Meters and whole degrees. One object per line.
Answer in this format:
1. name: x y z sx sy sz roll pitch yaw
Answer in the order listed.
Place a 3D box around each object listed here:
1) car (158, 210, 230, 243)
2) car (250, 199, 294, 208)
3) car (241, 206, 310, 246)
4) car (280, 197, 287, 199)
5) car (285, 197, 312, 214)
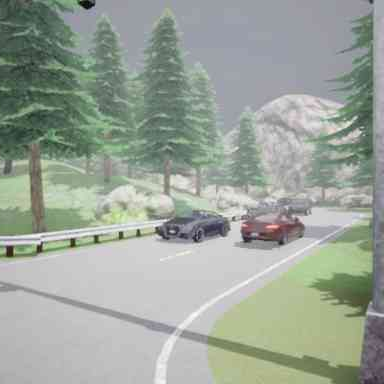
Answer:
1. car: 0.204 1.575 16.422 1.994 1.385 4.181 0 0 33
2. car: 5.592 1.509 24.781 2.128 1.511 4.902 0 0 33
3. car: 3.806 1.597 15.404 1.812 1.442 4.674 0 -1 33
4. car: 14.759 1.570 52.141 1.837 1.490 4.892 5 -3 -33
5. car: 10.908 1.529 33.507 1.837 1.490 4.892 0 0 26
